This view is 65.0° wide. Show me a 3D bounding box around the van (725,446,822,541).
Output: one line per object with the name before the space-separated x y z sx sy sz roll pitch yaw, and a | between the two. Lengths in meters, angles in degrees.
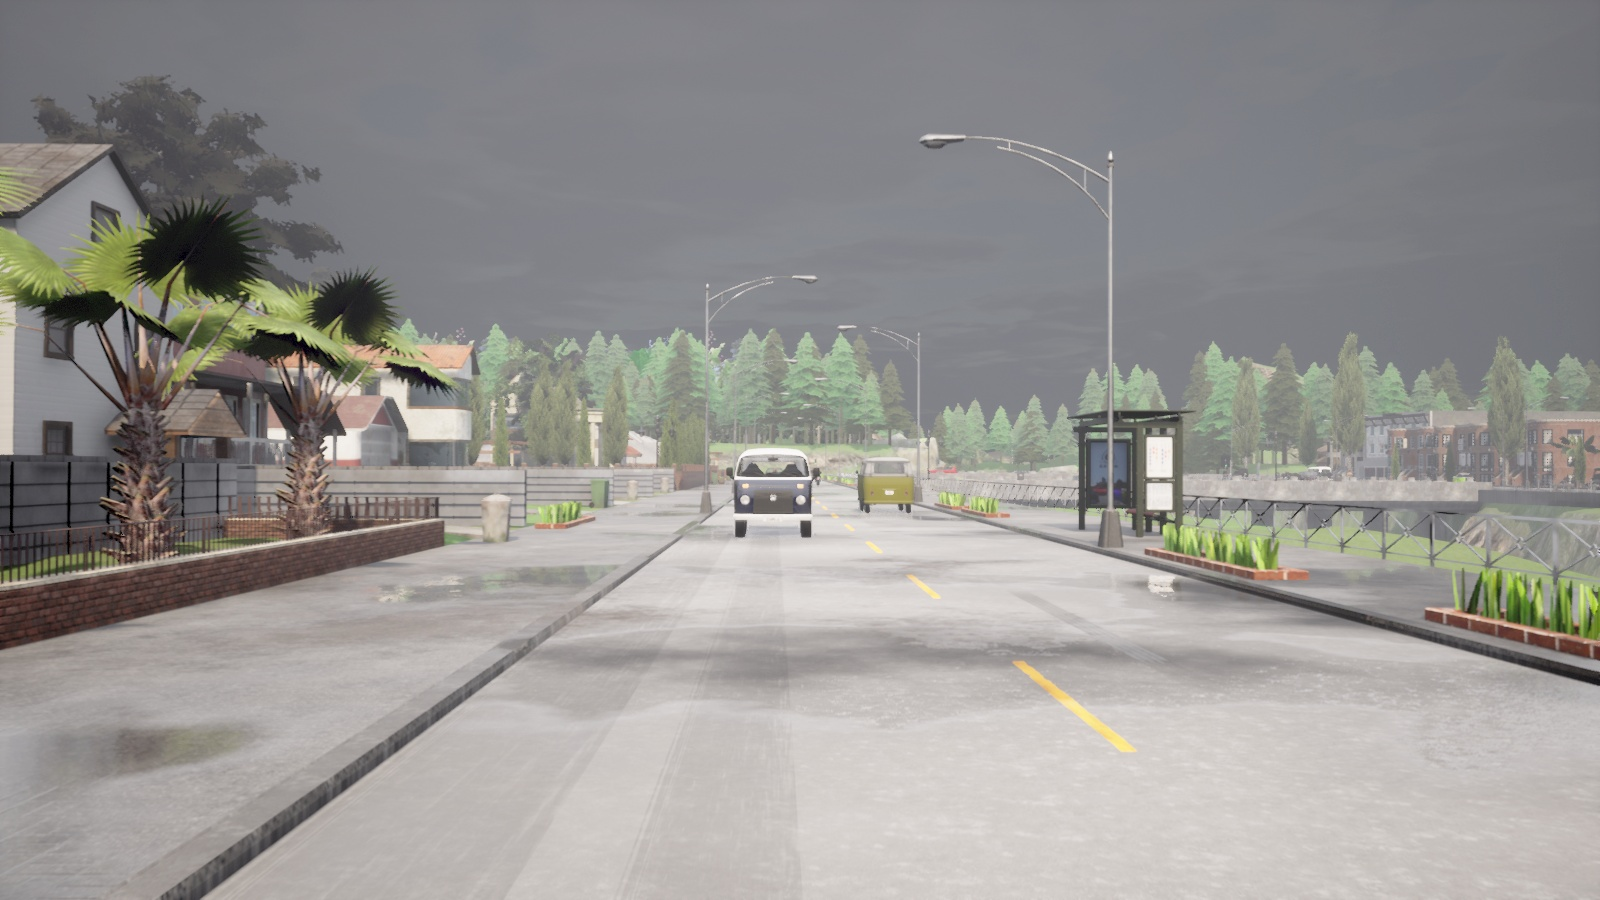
van | -0.610 0.967 29.186 2.069 2.038 4.480 0 -1 -1

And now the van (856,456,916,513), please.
van | 3.074 1.227 45.776 1.775 1.987 4.442 0 -1 -1
